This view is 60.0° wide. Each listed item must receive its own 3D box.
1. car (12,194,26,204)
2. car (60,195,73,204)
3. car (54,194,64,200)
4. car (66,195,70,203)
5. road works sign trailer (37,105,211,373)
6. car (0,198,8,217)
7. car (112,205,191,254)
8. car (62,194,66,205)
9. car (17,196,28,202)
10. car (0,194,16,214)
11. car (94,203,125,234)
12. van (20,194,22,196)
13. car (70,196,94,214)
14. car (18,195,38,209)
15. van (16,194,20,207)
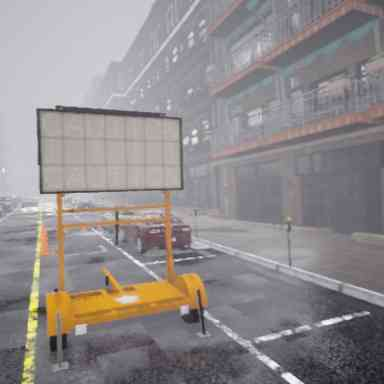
[{"bbox_3d":[-33.711,1.300,64.950,2.192,1.841,5.009,0,0,-24],"label":"car"},{"bbox_3d":[-21.964,1.292,58.039,1.887,1.381,4.507,0,0,-24],"label":"car"},{"bbox_3d":[-33.344,1.194,83.246,1.967,1.590,4.097,-1,0,-24],"label":"car"},{"bbox_3d":[-12.886,1.321,37.865,2.008,1.369,4.403,0,0,-24],"label":"car"},{"bbox_3d":[-1.337,0.397,5.803,2.380,3.560,2.880,-2,1,-24],"label":"road works sign trailer"},{"bbox_3d":[-17.755,1.546,29.492,1.752,1.417,4.829,0,0,-24],"label":"car"},{"bbox_3d":[-1.538,1.378,12.647,1.887,1.381,4.507,0,0,-24],"label":"car"},{"bbox_3d":[-19.694,1.295,52.996,1.887,1.381,4.507,0,0,-24],"label":"car"},{"bbox_3d":[-38.249,1.554,75.039,1.947,1.339,4.313,0,0,-24],"label":"car"},{"bbox_3d":[-20.096,1.325,34.690,2.192,1.841,5.009,0,0,-24],"label":"car"},{"bbox_3d":[-3.878,1.342,17.847,1.752,1.417,4.829,0,0,-24],"label":"car"},{"bbox_3d":[-26.904,1.331,49.820,1.690,1.788,3.998,0,0,-24],"label":"van"},{"bbox_3d":[-10.616,1.326,32.821,1.887,1.381,4.507,0,0,-24],"label":"car"},{"bbox_3d":[-22.180,1.480,45.529,1.994,1.385,4.181,-2,1,-24],"label":"car"},{"bbox_3d":[-24.633,1.335,44.775,1.690,1.788,3.998,0,0,-24],"label":"van"}]
